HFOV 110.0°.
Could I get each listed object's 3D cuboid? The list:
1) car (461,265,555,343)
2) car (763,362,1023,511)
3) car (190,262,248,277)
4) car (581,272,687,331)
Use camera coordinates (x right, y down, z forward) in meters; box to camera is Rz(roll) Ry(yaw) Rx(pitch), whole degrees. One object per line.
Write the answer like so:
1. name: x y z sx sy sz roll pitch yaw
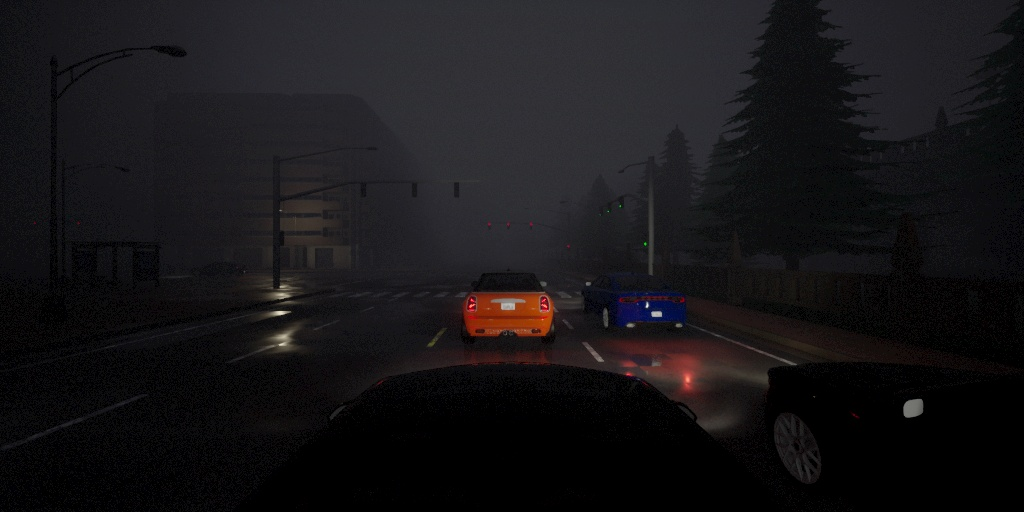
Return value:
1. car: -0.081 1.102 9.825 2.097 1.767 4.553 0 0 0
2. car: 3.288 1.228 1.443 1.882 1.535 5.008 0 0 3
3. car: -29.063 1.310 35.630 4.892 1.490 1.837 0 0 -1
4. car: 3.419 1.228 10.969 1.882 1.535 5.008 0 0 0
